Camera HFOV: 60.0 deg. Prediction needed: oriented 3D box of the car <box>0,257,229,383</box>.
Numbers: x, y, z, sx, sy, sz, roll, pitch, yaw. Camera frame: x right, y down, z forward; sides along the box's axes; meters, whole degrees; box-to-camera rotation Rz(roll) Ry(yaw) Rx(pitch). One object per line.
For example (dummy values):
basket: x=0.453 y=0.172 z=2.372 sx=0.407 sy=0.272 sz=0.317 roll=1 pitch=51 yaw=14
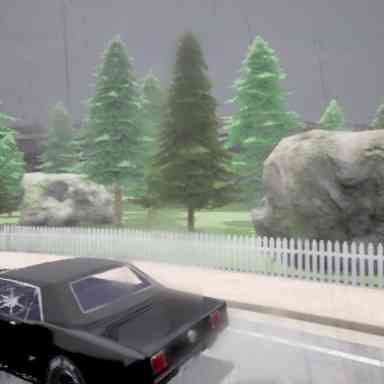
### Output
car: x=-1.991 y=1.643 z=4.748 sx=4.718 sy=1.301 sz=1.895 roll=-1 pitch=0 yaw=30
